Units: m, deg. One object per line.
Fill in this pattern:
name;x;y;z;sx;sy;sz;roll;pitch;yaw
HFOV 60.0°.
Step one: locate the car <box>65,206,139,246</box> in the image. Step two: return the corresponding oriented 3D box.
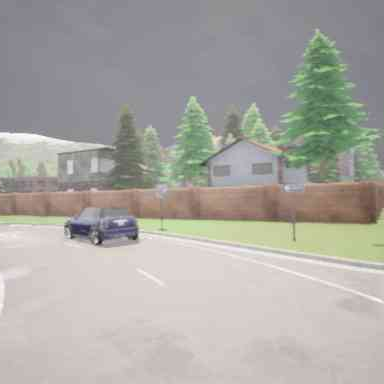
car;-4.571;1.480;16.440;2.097;1.767;4.553;-2;0;-42
